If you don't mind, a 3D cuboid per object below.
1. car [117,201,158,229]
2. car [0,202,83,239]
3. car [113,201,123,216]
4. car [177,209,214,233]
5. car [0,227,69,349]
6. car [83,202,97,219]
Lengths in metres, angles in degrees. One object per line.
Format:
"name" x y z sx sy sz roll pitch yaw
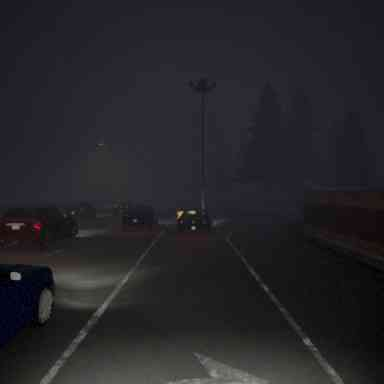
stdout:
"car" -3.399 1.585 22.406 1.882 1.535 5.008 0 0 0
"car" -6.900 1.425 15.171 2.097 1.767 4.553 0 0 0
"car" -6.898 1.658 34.619 2.128 1.511 4.902 0 0 0
"car" 0.307 1.699 20.489 1.895 1.301 4.718 0 0 6
"car" -3.399 1.498 4.002 1.882 1.535 5.008 0 0 0
"car" -10.399 1.676 31.333 1.812 1.442 4.674 0 0 0
